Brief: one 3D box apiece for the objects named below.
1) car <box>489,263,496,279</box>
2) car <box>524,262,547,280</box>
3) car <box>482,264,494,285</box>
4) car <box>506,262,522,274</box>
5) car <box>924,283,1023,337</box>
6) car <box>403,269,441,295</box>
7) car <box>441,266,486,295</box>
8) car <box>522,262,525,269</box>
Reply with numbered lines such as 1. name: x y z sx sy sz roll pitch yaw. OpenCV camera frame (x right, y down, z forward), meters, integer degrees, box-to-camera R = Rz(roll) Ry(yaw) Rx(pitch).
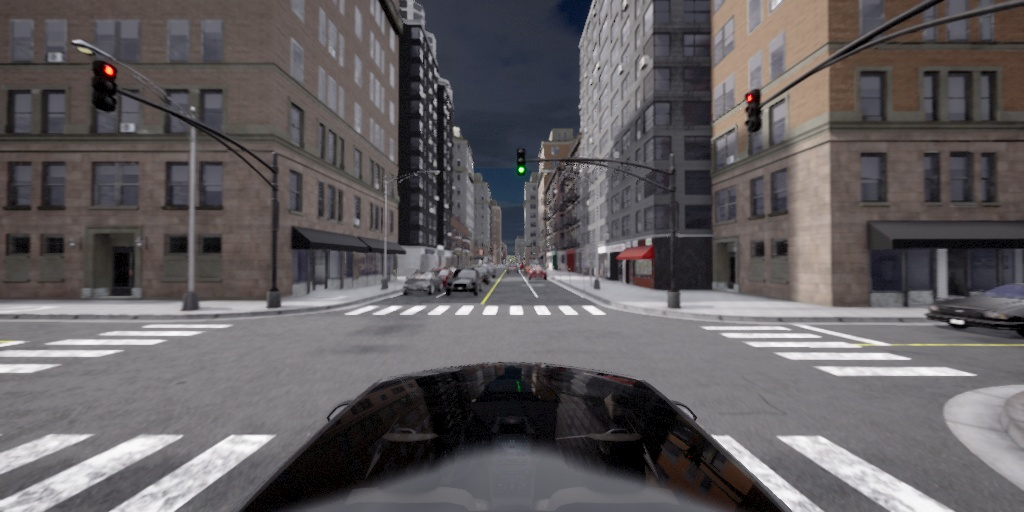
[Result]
1. car: -2.817 1.795 41.628 2.128 1.511 4.902 0 -1 0
2. car: 2.656 1.695 38.344 1.967 1.591 4.097 0 0 0
3. car: -2.838 1.669 31.394 1.837 1.490 4.892 0 -1 0
4. car: 0.126 1.989 56.130 2.128 1.511 4.902 0 -1 0
5. car: 15.213 1.479 10.124 5.357 1.411 2.033 0 -1 0
6. car: -5.377 1.586 21.994 2.007 1.370 4.403 0 0 0
7. car: -2.840 1.539 22.050 1.837 1.490 4.892 0 -1 0
8. car: 3.012 1.792 52.010 2.097 1.767 4.553 0 -1 0
